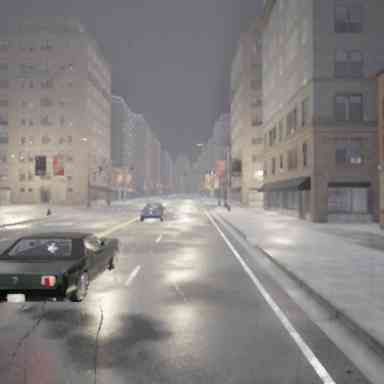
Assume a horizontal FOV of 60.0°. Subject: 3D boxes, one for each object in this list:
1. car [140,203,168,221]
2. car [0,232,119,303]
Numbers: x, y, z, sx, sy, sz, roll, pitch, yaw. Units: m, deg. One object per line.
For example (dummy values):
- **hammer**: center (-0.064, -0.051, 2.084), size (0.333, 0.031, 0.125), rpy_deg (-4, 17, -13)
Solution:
- **car**: center (-3.127, 1.620, 27.708), size (2.033, 1.411, 5.357), rpy_deg (0, 0, 0)
- **car**: center (-3.143, 1.625, 8.183), size (1.895, 1.301, 4.718), rpy_deg (0, 0, 0)
